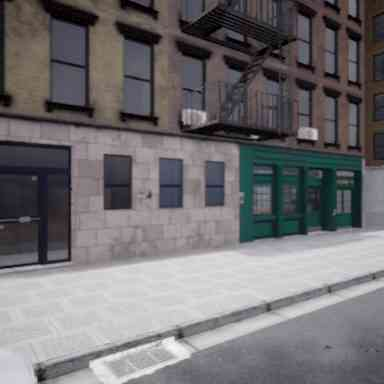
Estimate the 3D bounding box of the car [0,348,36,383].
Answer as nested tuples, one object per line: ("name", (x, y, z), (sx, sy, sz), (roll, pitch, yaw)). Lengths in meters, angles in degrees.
("car", (-2.907, 1.528, 0.997), (4.674, 1.442, 1.812), (0, 0, -35))
